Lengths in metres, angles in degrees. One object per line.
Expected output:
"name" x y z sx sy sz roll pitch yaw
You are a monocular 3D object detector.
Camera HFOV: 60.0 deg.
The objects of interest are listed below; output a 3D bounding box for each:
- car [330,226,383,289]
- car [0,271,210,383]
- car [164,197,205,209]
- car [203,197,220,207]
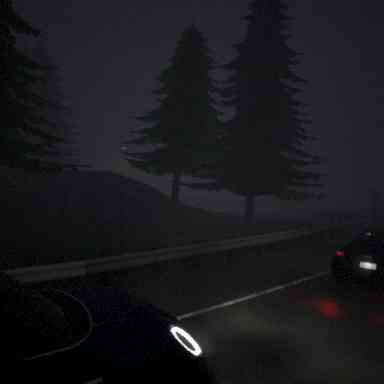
"car" 5.370 1.597 8.682 4.181 1.385 1.994 0 0 -42
"car" -2.032 1.352 2.586 4.553 1.767 2.097 0 0 -36
"car" -1.046 1.666 46.042 4.718 1.301 1.895 0 0 35
"car" 2.056 1.574 52.418 4.902 1.511 2.128 0 0 35
